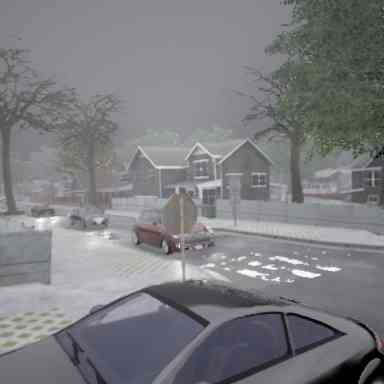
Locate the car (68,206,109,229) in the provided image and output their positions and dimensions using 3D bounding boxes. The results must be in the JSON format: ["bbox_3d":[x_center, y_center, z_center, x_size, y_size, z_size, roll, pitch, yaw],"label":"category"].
[{"bbox_3d":[-7.687,1.804,24.528,2.128,1.511,4.902,-3,1,-35],"label":"car"}]

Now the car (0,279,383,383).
[{"bbox_3d":[-0.103,1.577,2.842,4.181,1.385,1.994,1,0,-35],"label":"car"}]

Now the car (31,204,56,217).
[{"bbox_3d":[-16.914,2.055,37.740,1.895,1.301,4.718,-3,1,-35],"label":"car"}]

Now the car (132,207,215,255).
[{"bbox_3d":[-0.958,1.570,14.779,2.097,1.767,4.553,-3,1,-33],"label":"car"}]
